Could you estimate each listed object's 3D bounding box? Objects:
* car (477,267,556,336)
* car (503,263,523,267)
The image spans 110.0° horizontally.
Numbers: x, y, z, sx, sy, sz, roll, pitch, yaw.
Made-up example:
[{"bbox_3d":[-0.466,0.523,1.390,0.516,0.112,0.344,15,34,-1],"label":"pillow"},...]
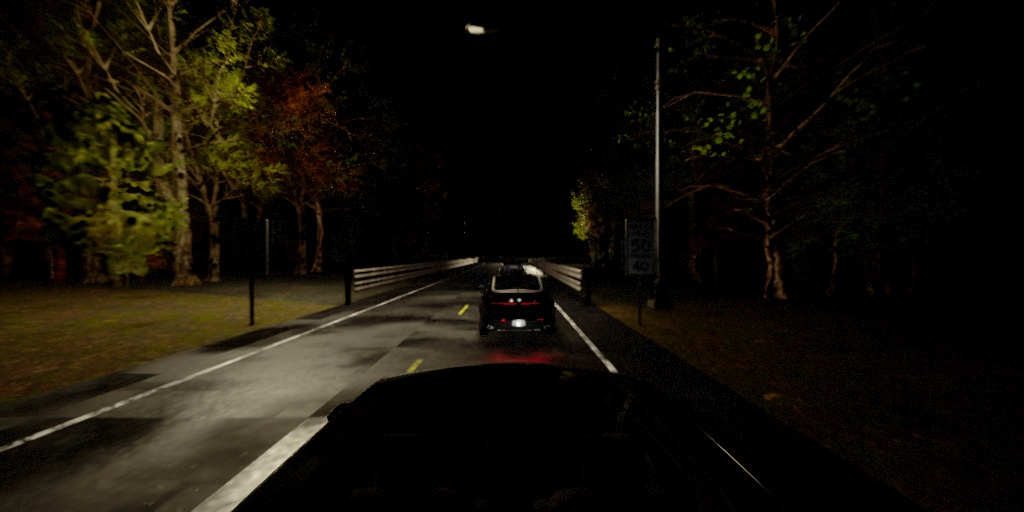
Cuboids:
[{"bbox_3d":[0.080,1.212,10.233,1.837,1.490,4.892,0,0,-2],"label":"car"},{"bbox_3d":[0.049,1.182,24.817,2.033,1.411,5.357,0,0,0],"label":"car"}]
